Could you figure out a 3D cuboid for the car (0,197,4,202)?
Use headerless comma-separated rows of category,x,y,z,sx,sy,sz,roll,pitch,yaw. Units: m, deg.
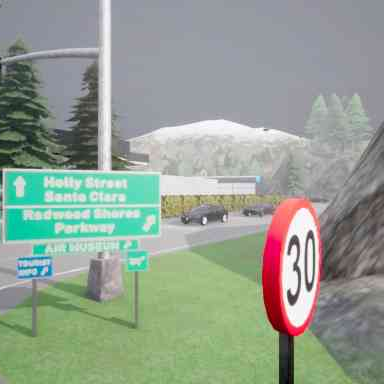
car,-12.360,1.505,26.044,1.905,1.878,3.866,0,0,35

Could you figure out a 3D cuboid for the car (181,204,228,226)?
car,1.066,1.696,25.929,1.837,1.490,4.892,0,0,36

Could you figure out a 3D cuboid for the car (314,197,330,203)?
car,28.281,1.787,74.896,1.895,1.301,4.718,0,0,-42

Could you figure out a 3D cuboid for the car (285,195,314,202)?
car,13.415,1.413,42.823,2.150,2.045,5.566,0,0,36

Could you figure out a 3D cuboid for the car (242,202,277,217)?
car,7.121,1.739,34.250,2.033,1.411,5.357,0,0,36

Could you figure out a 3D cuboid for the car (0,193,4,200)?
car,-38.569,1.489,69.983,4.514,1.523,2.007,0,0,35
